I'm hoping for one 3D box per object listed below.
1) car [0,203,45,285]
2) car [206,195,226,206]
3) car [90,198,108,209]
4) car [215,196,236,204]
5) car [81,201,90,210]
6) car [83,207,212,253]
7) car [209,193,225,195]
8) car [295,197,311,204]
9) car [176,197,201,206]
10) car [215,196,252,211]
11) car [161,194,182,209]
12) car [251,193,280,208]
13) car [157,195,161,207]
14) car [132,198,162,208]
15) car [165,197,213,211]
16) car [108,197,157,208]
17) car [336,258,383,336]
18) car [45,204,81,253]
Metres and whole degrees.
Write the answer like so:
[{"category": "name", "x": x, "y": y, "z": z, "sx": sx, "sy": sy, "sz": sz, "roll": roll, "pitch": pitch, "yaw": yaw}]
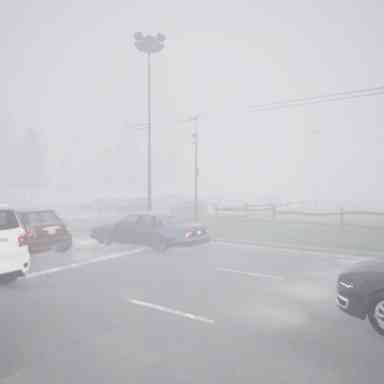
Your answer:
[{"category": "car", "x": -6.388, "y": 1.238, "z": 8.135, "sx": 5.566, "sy": 2.045, "sz": 2.150, "roll": 0, "pitch": 0, "yaw": 30}, {"category": "car", "x": 4.149, "y": 1.587, "z": 51.646, "sx": 2.033, "sy": 1.411, "sz": 5.357, "roll": 0, "pitch": 0, "yaw": 36}, {"category": "car", "x": -9.172, "y": 1.551, "z": 39.303, "sx": 1.837, "sy": 1.490, "sz": 4.892, "roll": 0, "pitch": 0, "yaw": 36}, {"category": "car", "x": 6.709, "y": 1.528, "z": 66.871, "sx": 1.882, "sy": 1.535, "sz": 5.008, "roll": 0, "pitch": 0, "yaw": 36}, {"category": "car", "x": -11.760, "y": 1.556, "z": 41.703, "sx": 1.837, "sy": 1.490, "sz": 4.892, "roll": 0, "pitch": 0, "yaw": 35}, {"category": "car", "x": -1.842, "y": 1.562, "z": 13.739, "sx": 5.357, "sy": 1.411, "sz": 2.033, "roll": 0, "pitch": 0, "yaw": 33}, {"category": "car", "x": 3.914, "y": 1.264, "z": 57.218, "sx": 2.150, "sy": 2.045, "sz": 5.566, "roll": 0, "pitch": 0, "yaw": 36}, {"category": "car", "x": 20.829, "y": 1.593, "z": 62.474, "sx": 1.994, "sy": 1.385, "sz": 4.181, "roll": 0, "pitch": 0, "yaw": 36}, {"category": "car", "x": -0.512, "y": 1.577, "z": 57.082, "sx": 1.812, "sy": 1.442, "sz": 4.674, "roll": 0, "pitch": 0, "yaw": 37}, {"category": "car", "x": 5.226, "y": 1.555, "z": 41.271, "sx": 1.812, "sy": 1.442, "sz": 4.674, "roll": 0, "pitch": 0, "yaw": 36}, {"category": "car", "x": -1.501, "y": 1.393, "z": 43.927, "sx": 2.097, "sy": 1.767, "sz": 4.553, "roll": 0, "pitch": 0, "yaw": 36}, {"category": "car", "x": 11.344, "y": 1.247, "z": 49.643, "sx": 2.150, "sy": 2.045, "sz": 5.566, "roll": 0, "pitch": 0, "yaw": 36}, {"category": "car", "x": -3.480, "y": 1.267, "z": 47.153, "sx": 2.150, "sy": 2.045, "sz": 5.566, "roll": 0, "pitch": 0, "yaw": 36}, {"category": "car", "x": -6.518, "y": 1.615, "z": 48.906, "sx": 1.994, "sy": 1.385, "sz": 4.181, "roll": 0, "pitch": 0, "yaw": 37}, {"category": "car", "x": -0.214, "y": 1.535, "z": 33.790, "sx": 1.837, "sy": 1.490, "sz": 4.892, "roll": 0, "pitch": 0, "yaw": 36}, {"category": "car", "x": -6.535, "y": 1.393, "z": 36.968, "sx": 2.097, "sy": 1.767, "sz": 4.553, "roll": 0, "pitch": 0, "yaw": 35}, {"category": "car", "x": 4.770, "y": 1.504, "z": 4.889, "sx": 4.892, "sy": 1.490, "sz": 1.837, "roll": 0, "pitch": 0, "yaw": 36}, {"category": "car", "x": -6.658, "y": 1.370, "z": 12.103, "sx": 4.553, "sy": 1.767, "sz": 2.097, "roll": 0, "pitch": 0, "yaw": 25}]
